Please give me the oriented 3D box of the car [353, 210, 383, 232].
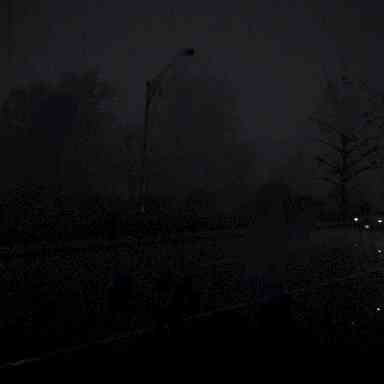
[{"bbox_3d":[12.394,1.811,21.403,4.718,1.301,1.895,1,0,-35],"label":"car"}]
